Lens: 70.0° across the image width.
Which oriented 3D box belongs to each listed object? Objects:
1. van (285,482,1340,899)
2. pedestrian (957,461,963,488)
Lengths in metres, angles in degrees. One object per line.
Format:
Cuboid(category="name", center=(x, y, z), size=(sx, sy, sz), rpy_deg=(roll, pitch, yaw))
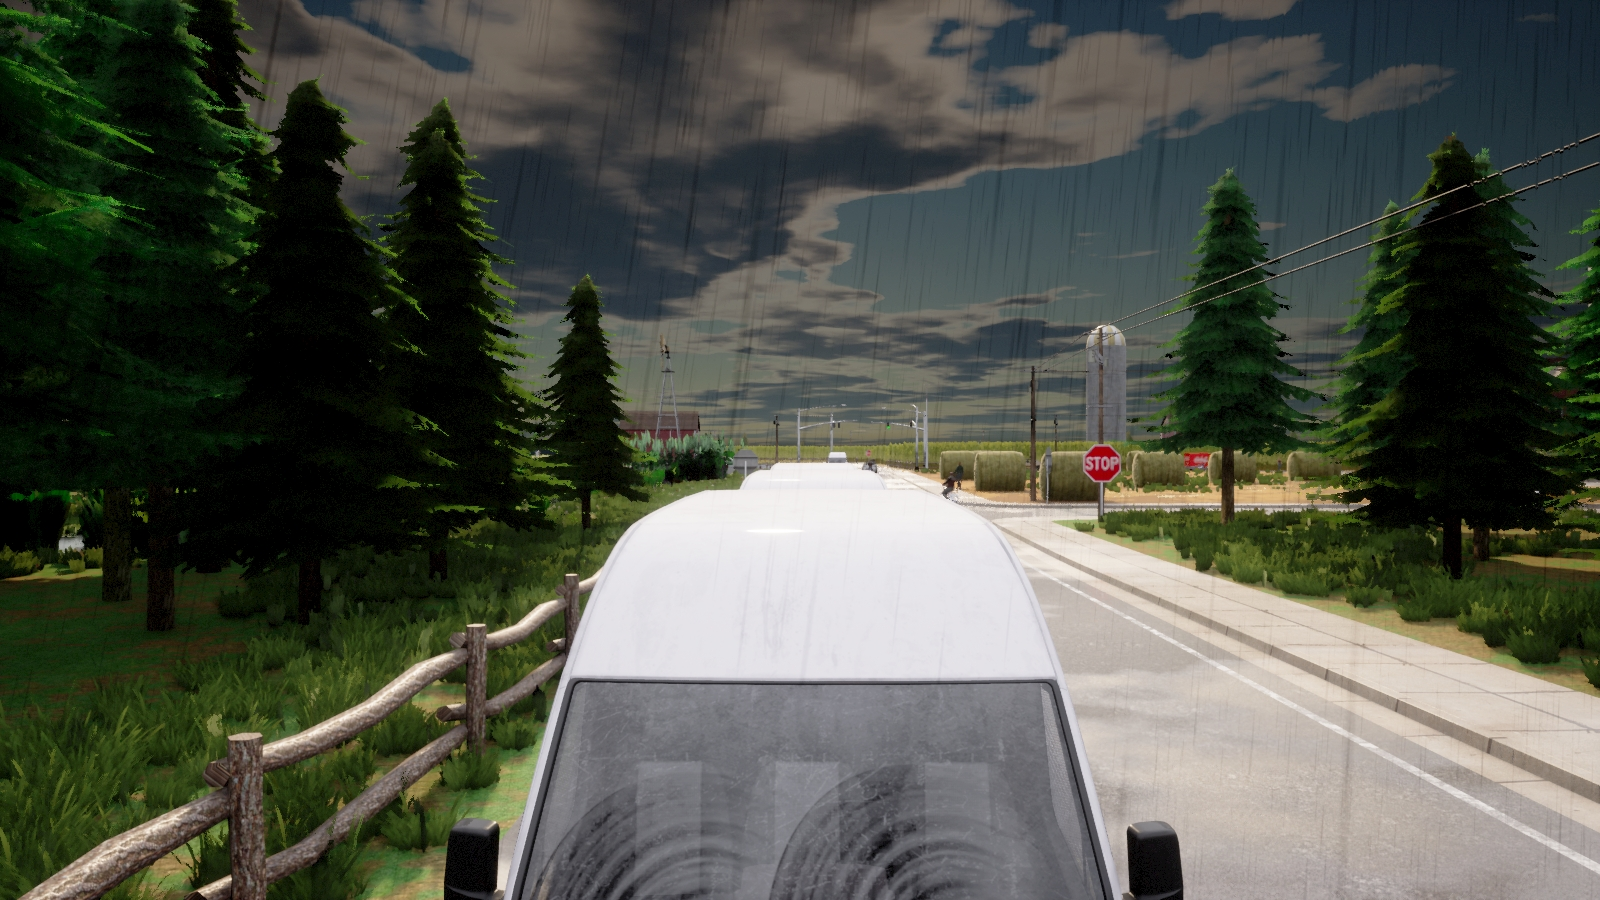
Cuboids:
Cuboid(category="van", center=(0.056, 1.508, 5.110), size=(1.988, 2.561, 5.915), rpy_deg=(0, 0, 1))
Cuboid(category="pedestrian", center=(10.780, 1.660, 77.091), size=(0.375, 1.860, 0.375), rpy_deg=(0, 0, -1))
